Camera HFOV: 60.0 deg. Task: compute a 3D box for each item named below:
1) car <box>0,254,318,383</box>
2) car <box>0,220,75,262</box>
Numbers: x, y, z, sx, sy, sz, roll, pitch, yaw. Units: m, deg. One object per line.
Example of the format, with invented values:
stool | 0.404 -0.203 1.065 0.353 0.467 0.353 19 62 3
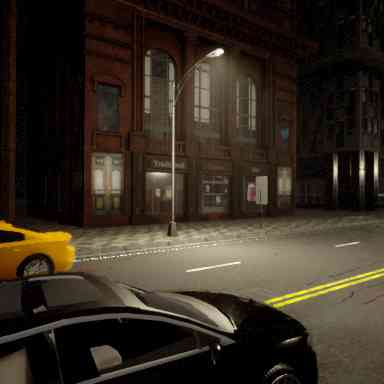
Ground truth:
car | -0.947 1.492 2.765 4.902 1.511 2.128 0 0 -35
car | -5.398 1.478 7.824 5.008 1.535 1.882 0 0 -35
